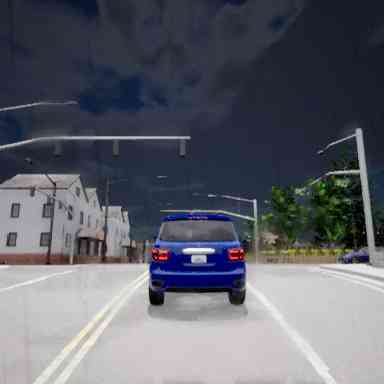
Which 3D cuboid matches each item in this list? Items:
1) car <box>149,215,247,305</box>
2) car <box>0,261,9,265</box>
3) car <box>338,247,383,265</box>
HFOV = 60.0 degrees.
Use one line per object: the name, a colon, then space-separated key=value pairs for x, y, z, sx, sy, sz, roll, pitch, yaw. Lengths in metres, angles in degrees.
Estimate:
car: x=0.079 y=1.761 z=9.302 sx=2.150 sy=2.045 sz=5.566 roll=0 pitch=-7 yaw=-1
car: x=-17.117 y=5.921 z=26.148 sx=4.718 sy=1.301 sz=1.895 roll=-8 pitch=-12 yaw=-1
car: x=15.429 y=5.657 z=29.604 sx=4.553 sy=1.767 sz=2.097 roll=0 pitch=-12 yaw=1
